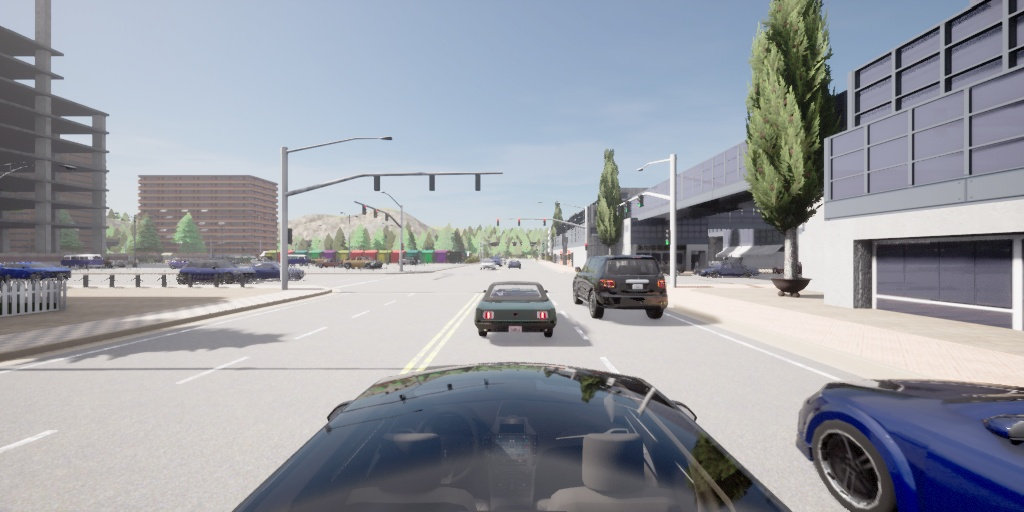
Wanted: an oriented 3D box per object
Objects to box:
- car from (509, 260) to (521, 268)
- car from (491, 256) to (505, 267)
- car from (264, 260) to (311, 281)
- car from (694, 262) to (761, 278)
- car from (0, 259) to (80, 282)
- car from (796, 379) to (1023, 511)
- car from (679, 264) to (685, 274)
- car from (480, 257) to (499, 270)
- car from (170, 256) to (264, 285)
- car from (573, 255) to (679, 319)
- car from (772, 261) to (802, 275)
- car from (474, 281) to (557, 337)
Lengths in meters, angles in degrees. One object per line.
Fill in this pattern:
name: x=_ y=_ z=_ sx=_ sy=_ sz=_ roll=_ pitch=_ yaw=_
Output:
car: x=0.464 y=1.314 z=59.053 sx=1.994 sy=1.385 sz=4.181 roll=0 pitch=0 yaw=2
car: x=-2.996 y=0.966 z=64.991 sx=2.150 sy=2.045 sz=5.566 roll=0 pitch=1 yaw=4
car: x=-19.227 y=1.276 z=28.896 sx=4.674 sy=1.442 sz=1.812 roll=0 pitch=0 yaw=0
car: x=19.817 y=1.297 z=33.120 sx=5.357 sy=1.411 sz=2.033 roll=0 pitch=0 yaw=1
car: x=-38.705 y=1.227 z=28.931 sx=5.008 sy=1.535 sz=1.882 roll=0 pitch=0 yaw=0
car: x=3.598 y=1.314 z=1.552 sx=1.994 sy=1.385 sz=4.181 roll=0 pitch=0 yaw=0
car: x=15.008 y=1.254 z=36.663 sx=4.892 sy=1.490 sz=1.837 roll=0 pitch=0 yaw=1
car: x=-3.430 y=1.276 z=51.503 sx=1.812 sy=1.442 sz=4.674 roll=0 pitch=0 yaw=3
car: x=-20.744 y=1.102 z=25.381 sx=4.553 sy=1.767 sz=2.097 roll=0 pitch=0 yaw=0
car: x=3.625 y=0.971 z=12.961 sx=2.150 sy=2.045 sz=5.566 roll=0 pitch=0 yaw=1
car: x=29.306 y=1.227 z=36.531 sx=5.008 sy=1.535 sz=1.882 roll=0 pitch=0 yaw=1
car: x=0.105 y=1.351 z=10.236 sx=1.895 sy=1.301 sz=4.718 roll=0 pitch=0 yaw=1
